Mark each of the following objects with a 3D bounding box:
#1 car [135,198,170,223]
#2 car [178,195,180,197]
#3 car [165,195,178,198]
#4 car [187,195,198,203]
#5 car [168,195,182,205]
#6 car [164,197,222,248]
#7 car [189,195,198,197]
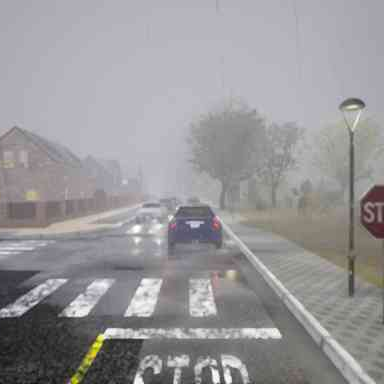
[{"bbox_3d":[-2.874,1.412,24.593,1.812,1.442,4.674,0,0,2],"label":"car"},{"bbox_3d":[-2.773,1.325,44.245,1.837,1.490,4.892,0,0,0],"label":"car"},{"bbox_3d":[-2.790,1.355,34.388,1.837,1.490,4.892,0,0,0],"label":"car"},{"bbox_3d":[0.127,1.320,66.798,2.033,1.411,5.357,0,0,0],"label":"car"},{"bbox_3d":[-2.710,1.287,54.497,2.128,1.511,4.902,0,0,0],"label":"car"},{"bbox_3d":[0.116,1.280,14.494,2.097,1.767,4.553,0,0,0],"label":"car"},{"bbox_3d":[0.189,1.294,51.106,2.128,1.511,4.902,0,0,0],"label":"car"}]
